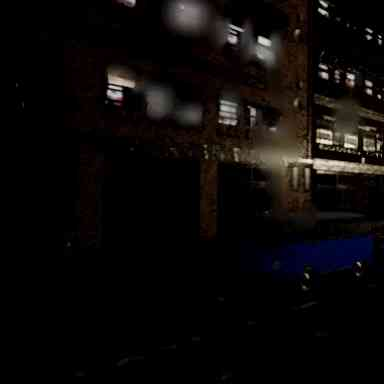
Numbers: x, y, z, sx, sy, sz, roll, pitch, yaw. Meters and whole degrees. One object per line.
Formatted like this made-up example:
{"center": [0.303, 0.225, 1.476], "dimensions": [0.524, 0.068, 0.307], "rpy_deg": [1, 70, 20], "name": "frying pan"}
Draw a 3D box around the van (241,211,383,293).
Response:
{"center": [3.119, 1.421, 8.793], "dimensions": [3.998, 1.788, 1.690], "rpy_deg": [1, -1, -36], "name": "van"}
